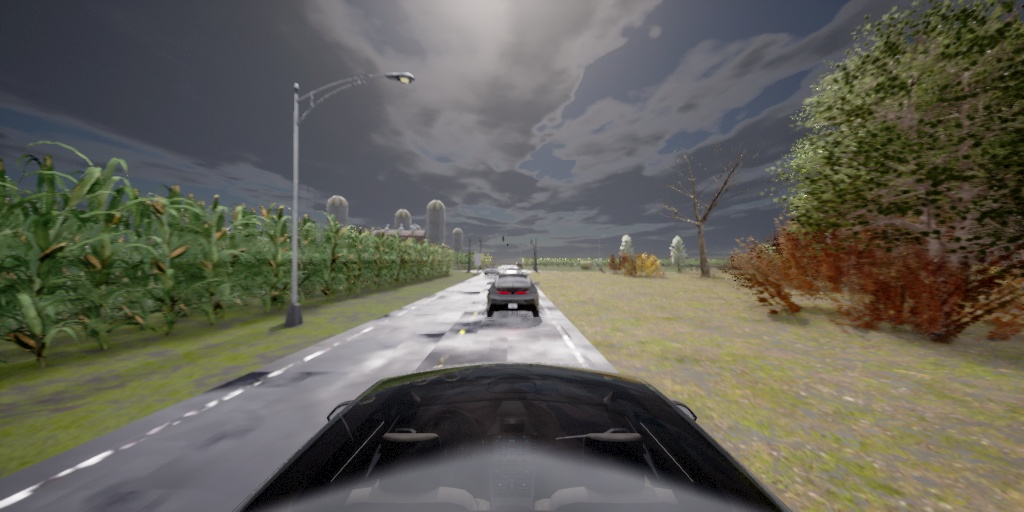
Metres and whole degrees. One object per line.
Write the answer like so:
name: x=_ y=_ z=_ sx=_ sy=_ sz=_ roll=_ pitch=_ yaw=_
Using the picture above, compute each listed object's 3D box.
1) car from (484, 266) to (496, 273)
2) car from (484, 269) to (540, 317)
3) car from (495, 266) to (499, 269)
car: x=-2.781 y=2.020 z=49.583 sx=1.895 sy=1.301 sz=4.718 roll=0 pitch=-1 yaw=1
car: x=0.046 y=1.422 z=14.072 sx=1.837 sy=1.490 sz=4.892 roll=0 pitch=-1 yaw=0
car: x=0.030 y=1.644 z=26.997 sx=2.033 sy=1.411 sz=5.357 roll=0 pitch=-1 yaw=0
